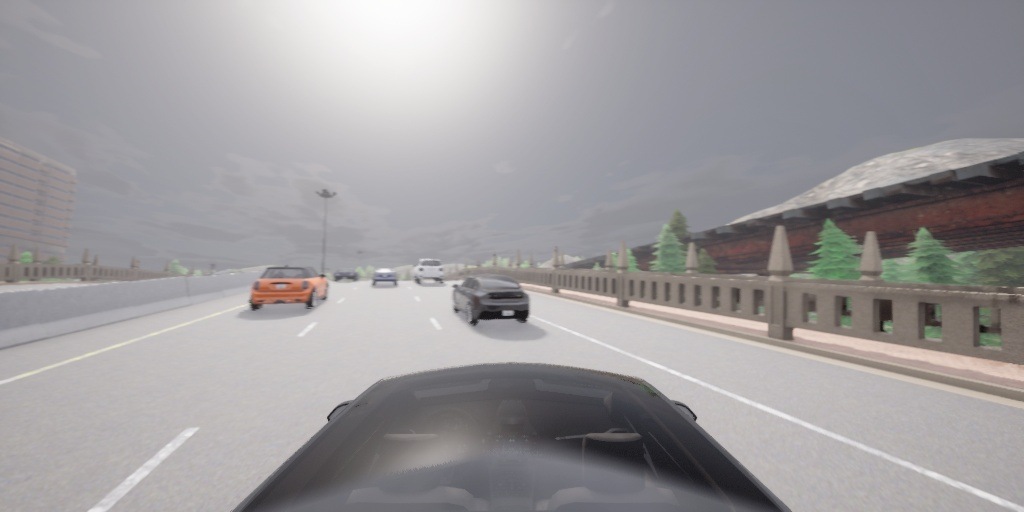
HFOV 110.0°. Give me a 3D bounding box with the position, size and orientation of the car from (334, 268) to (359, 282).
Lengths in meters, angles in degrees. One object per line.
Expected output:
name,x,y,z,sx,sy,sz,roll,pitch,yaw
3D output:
car,-15.838,1.831,34.530,1.895,1.301,4.718,1,-3,-19

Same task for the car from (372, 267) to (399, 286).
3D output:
car,-10.003,1.554,28.323,2.033,1.411,5.357,1,-2,-19

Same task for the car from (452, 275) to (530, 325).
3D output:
car,-0.891,1.393,12.560,1.837,1.490,4.892,1,0,-19

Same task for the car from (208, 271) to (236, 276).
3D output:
car,-33.101,2.418,41.355,1.882,1.535,5.008,1,-6,-19

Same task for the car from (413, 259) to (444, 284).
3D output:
car,-7.376,1.336,31.466,2.150,2.045,5.566,1,-2,-19

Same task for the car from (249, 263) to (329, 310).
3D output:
car,-9.202,1.166,15.223,2.097,1.767,4.553,1,-1,-19
